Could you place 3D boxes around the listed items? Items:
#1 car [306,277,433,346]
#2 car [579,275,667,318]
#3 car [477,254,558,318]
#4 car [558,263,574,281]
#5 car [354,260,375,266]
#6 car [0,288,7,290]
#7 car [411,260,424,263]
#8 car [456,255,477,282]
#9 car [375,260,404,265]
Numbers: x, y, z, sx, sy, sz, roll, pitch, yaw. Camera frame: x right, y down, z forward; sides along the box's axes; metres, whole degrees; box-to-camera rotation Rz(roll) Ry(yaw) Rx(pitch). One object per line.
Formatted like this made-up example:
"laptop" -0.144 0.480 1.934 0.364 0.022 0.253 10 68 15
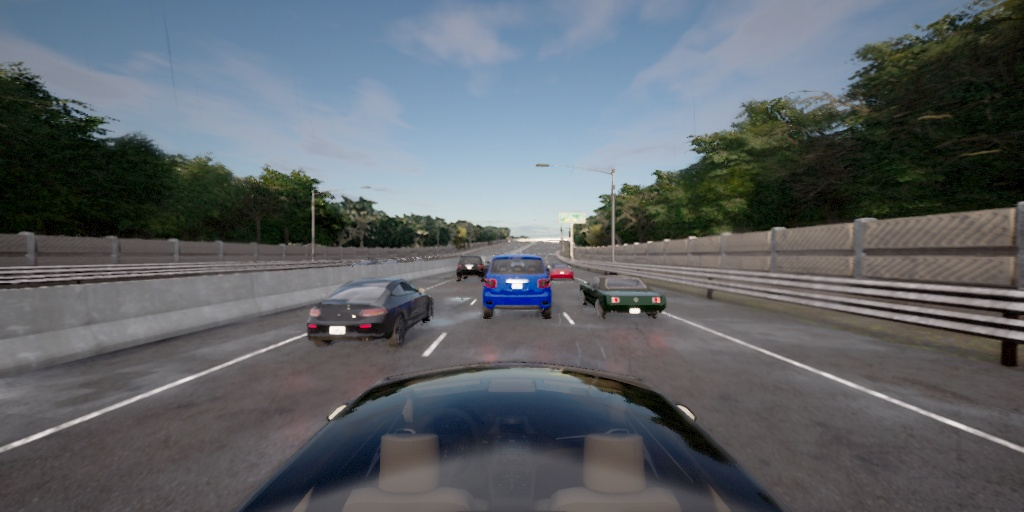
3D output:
"car" -3.356 1.264 9.232 1.812 1.442 4.674 0 0 0
"car" 3.675 1.338 12.854 1.895 1.301 4.718 0 0 1
"car" 0.177 0.956 12.978 2.150 2.045 5.566 0 0 1
"car" 3.992 1.278 30.180 1.994 1.385 4.181 0 0 1
"car" -20.029 1.208 49.972 2.033 1.411 5.357 0 0 3
"car" -14.067 1.242 7.359 1.837 1.490 4.892 0 0 0
"car" -13.022 1.232 50.004 1.994 1.385 4.181 0 0 3
"car" -3.047 0.932 28.808 2.150 2.045 5.566 0 0 1
"car" -16.532 1.212 49.863 2.033 1.411 5.357 0 0 3
